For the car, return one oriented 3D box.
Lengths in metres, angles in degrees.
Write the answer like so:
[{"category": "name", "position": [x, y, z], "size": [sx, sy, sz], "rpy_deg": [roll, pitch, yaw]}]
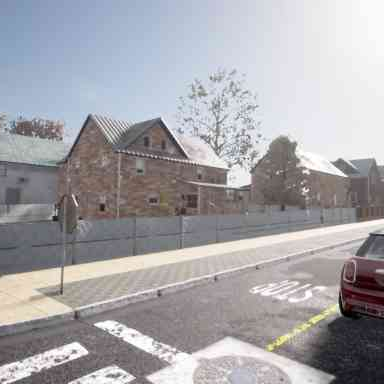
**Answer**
[{"category": "car", "position": [4.753, 1.456, 6.720], "size": [2.097, 1.767, 4.553], "rpy_deg": [-2, -2, 44]}]
